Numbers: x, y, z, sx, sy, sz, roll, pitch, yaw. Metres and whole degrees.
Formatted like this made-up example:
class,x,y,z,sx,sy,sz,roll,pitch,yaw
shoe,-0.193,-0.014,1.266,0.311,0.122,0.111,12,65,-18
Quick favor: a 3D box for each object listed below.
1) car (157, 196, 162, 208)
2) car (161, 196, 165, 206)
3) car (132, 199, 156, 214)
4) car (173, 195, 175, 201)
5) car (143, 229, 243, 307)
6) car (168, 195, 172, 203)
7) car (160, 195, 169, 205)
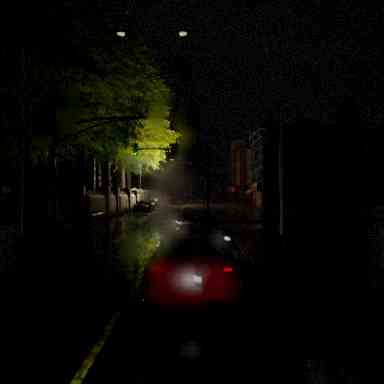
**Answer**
class,x,y,z,sx,sy,sz,roll,pitch,yaw
car,-5.521,1.660,44.054,2.008,1.369,4.403,1,0,0
car,-5.563,1.694,49.504,1.947,1.339,4.313,1,0,0
car,-5.494,1.637,36.919,2.008,1.369,4.403,1,0,0
car,-5.810,1.735,82.204,1.967,1.590,4.097,1,0,0
car,0.029,1.579,8.105,1.994,1.385,4.181,0,0,1
car,-5.682,1.515,65.855,2.192,1.841,5.009,1,0,0
car,-5.647,1.755,60.404,1.802,1.307,4.206,1,0,0
